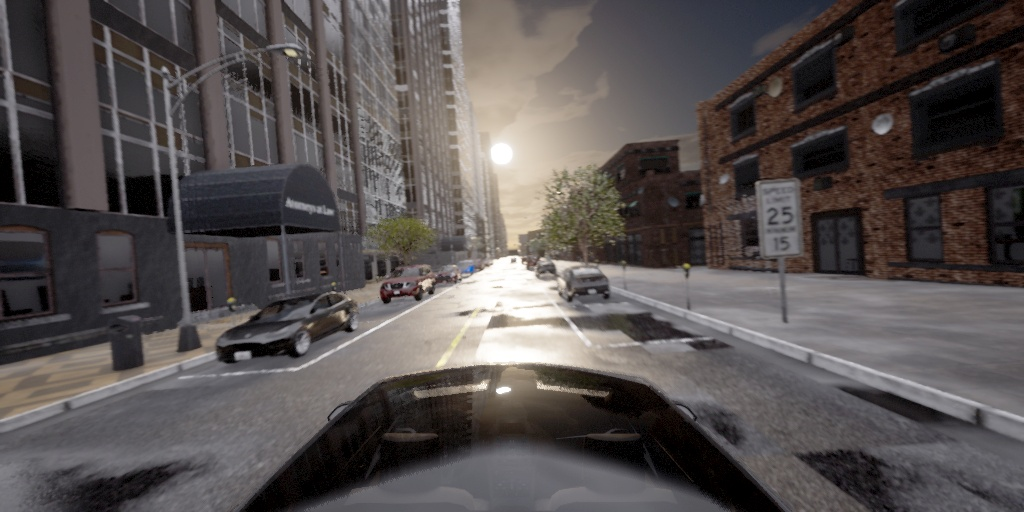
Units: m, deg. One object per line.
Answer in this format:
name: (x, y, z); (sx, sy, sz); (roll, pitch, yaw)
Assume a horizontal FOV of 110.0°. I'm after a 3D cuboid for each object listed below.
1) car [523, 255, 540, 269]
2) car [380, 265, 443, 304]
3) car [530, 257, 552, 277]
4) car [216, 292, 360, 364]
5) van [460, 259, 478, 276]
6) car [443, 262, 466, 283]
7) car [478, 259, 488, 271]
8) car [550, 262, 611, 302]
car: (3.001, 0.776, 48.471); (2.192, 1.841, 5.009); (0, 0, 0)
car: (-5.589, 1.466, 20.120); (2.192, 1.841, 5.009); (0, 0, 0)
car: (2.932, 1.041, 31.132); (2.007, 1.370, 4.403); (0, 0, 0)
car: (-5.665, 1.736, 9.778); (1.948, 1.339, 4.313); (0, 0, 0)
van: (-5.381, 1.446, 42.986); (1.690, 1.789, 3.998); (0, 0, 0)
car: (-5.448, 1.566, 31.189); (1.967, 1.591, 4.097); (0, 0, 0)
car: (-5.329, 1.400, 54.055); (2.192, 1.841, 5.009); (0, 0, 0)
car: (2.976, 1.058, 15.264); (2.007, 1.370, 4.403); (0, 0, 0)
